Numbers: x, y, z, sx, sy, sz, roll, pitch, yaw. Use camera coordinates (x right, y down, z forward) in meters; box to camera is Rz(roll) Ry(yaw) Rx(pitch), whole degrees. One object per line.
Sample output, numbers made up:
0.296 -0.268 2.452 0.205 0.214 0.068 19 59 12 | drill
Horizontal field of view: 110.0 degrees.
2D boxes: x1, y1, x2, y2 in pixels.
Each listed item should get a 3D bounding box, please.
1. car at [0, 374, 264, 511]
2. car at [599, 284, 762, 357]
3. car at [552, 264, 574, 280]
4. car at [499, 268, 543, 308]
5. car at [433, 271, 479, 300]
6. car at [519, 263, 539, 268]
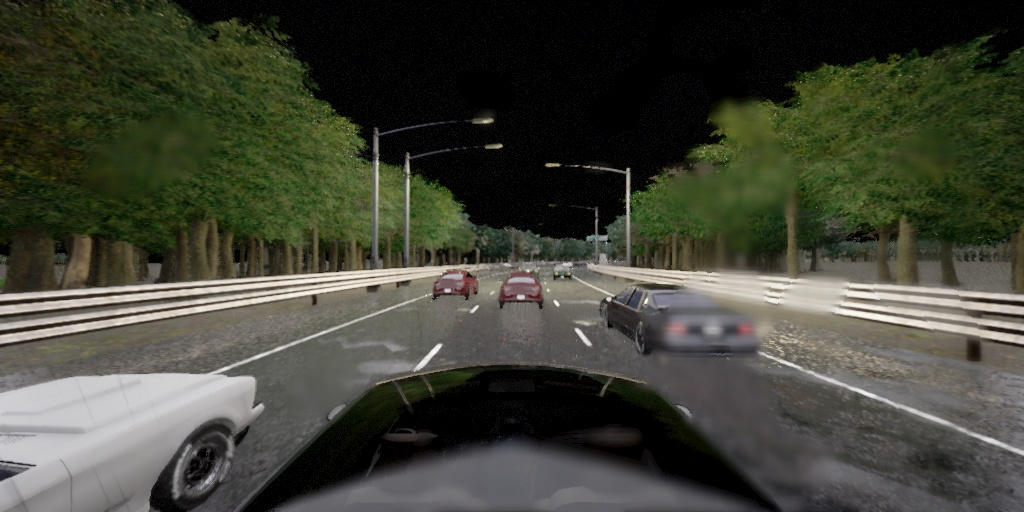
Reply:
-3.376 1.344 1.379 1.895 1.301 4.718 0 -1 0 | car
3.587 1.392 8.808 2.033 1.411 5.357 0 -1 1 | car
5.240 1.819 37.875 1.895 1.301 4.718 0 -1 5 | car
0.433 1.463 16.277 1.812 1.442 4.674 0 -1 2 | car
-2.939 1.499 19.290 1.812 1.442 4.674 0 -1 3 | car
1.752 1.553 36.726 2.097 1.767 4.553 0 -1 5 | car
